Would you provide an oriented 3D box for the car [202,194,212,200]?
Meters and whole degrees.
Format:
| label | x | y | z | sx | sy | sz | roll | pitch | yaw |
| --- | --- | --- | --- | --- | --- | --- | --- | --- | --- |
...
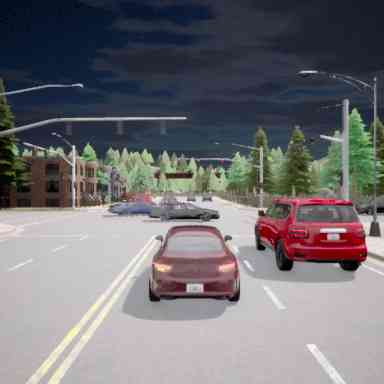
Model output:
| label | x | y | z | sx | sy | sz | roll | pitch | yaw |
| --- | --- | --- | --- | --- | --- | --- | --- | --- | --- |
| car | 3.368 | 1.328 | 74.307 | 2.097 | 1.767 | 4.553 | 0 | 0 | 0 |

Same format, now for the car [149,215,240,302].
| label | x | y | z | sx | sy | sz | roll | pitch | yaw |
| --- | --- | --- | --- | --- | --- | --- | --- | --- | --- |
| car | 0.048 | 1.523 | 8.144 | 1.812 | 1.442 | 4.674 | 0 | 0 | 0 |

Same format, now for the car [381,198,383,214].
| label | x | y | z | sx | sy | sz | roll | pitch | yaw |
| --- | --- | --- | --- | --- | --- | --- | --- | --- | --- |
| car | 18.267 | 1.340 | 32.413 | 4.553 | 1.767 | 2.097 | 0 | 0 | 0 |

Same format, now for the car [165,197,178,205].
| label | x | y | z | sx | sy | sz | roll | pitch | yaw |
| --- | --- | --- | --- | --- | --- | --- | --- | --- | --- |
| car | -3.690 | 1.542 | 59.752 | 1.994 | 1.385 | 4.181 | 0 | 0 | 0 |

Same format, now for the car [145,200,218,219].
| label | x | y | z | sx | sy | sz | roll | pitch | yaw |
| --- | --- | --- | --- | --- | --- | --- | --- | --- | --- |
| car | -0.590 | 1.538 | 25.386 | 5.357 | 1.411 | 2.033 | 0 | 0 | 2 |

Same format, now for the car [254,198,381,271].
| label | x | y | z | sx | sy | sz | roll | pitch | yaw |
| --- | --- | --- | --- | --- | --- | --- | --- | --- | --- |
| car | 3.555 | 1.217 | 11.024 | 2.150 | 2.045 | 5.566 | 0 | 0 | 0 |

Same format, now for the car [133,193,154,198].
| label | x | y | z | sx | sy | sz | roll | pitch | yaw |
| --- | --- | --- | --- | --- | --- | --- | --- | --- | --- |
| car | -7.161 | 1.204 | 47.869 | 2.150 | 2.045 | 5.566 | 0 | 0 | 2 |

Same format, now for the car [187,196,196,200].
| label | x | y | z | sx | sy | sz | roll | pitch | yaw |
| --- | --- | --- | --- | --- | --- | --- | --- | --- | --- |
| car | -0.140 | 1.526 | 74.535 | 1.994 | 1.385 | 4.181 | 0 | 0 | 0 |

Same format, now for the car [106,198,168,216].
| label | x | y | z | sx | sy | sz | roll | pitch | yaw |
| --- | --- | --- | --- | --- | --- | --- | --- | --- | --- |
| car | -5.363 | 1.536 | 31.829 | 5.357 | 1.411 | 2.033 | 0 | 0 | -33 |

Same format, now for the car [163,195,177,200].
| label | x | y | z | sx | sy | sz | roll | pitch | yaw |
| --- | --- | --- | --- | --- | --- | --- | --- | --- | --- |
| car | -3.693 | 1.333 | 51.144 | 2.097 | 1.767 | 4.553 | 0 | 0 | 0 |

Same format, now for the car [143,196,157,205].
| label | x | y | z | sx | sy | sz | roll | pitch | yaw |
| --- | --- | --- | --- | --- | --- | --- | --- | --- | --- |
| car | -7.196 | 1.505 | 57.267 | 1.812 | 1.442 | 4.674 | 0 | 0 | 1 |
